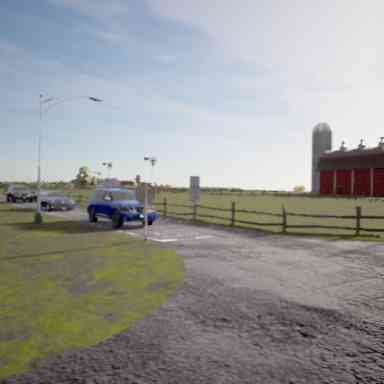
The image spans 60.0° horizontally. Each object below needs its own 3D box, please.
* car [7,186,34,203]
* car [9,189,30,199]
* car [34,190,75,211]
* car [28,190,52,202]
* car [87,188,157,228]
[{"bbox_3d":[-21.193,0.269,40.919,2.150,2.045,5.566,1,0,-38],"label":"car"},{"bbox_3d":[-28.504,0.266,54.901,2.128,1.511,4.902,1,0,-38],"label":"car"},{"bbox_3d":[-11.871,0.705,29.026,2.097,1.767,4.553,1,1,-38],"label":"car"},{"bbox_3d":[-20.489,0.563,44.723,1.812,1.442,4.674,1,1,-38],"label":"car"},{"bbox_3d":[-4.229,0.833,19.315,2.150,2.045,5.566,1,0,-38],"label":"car"}]
